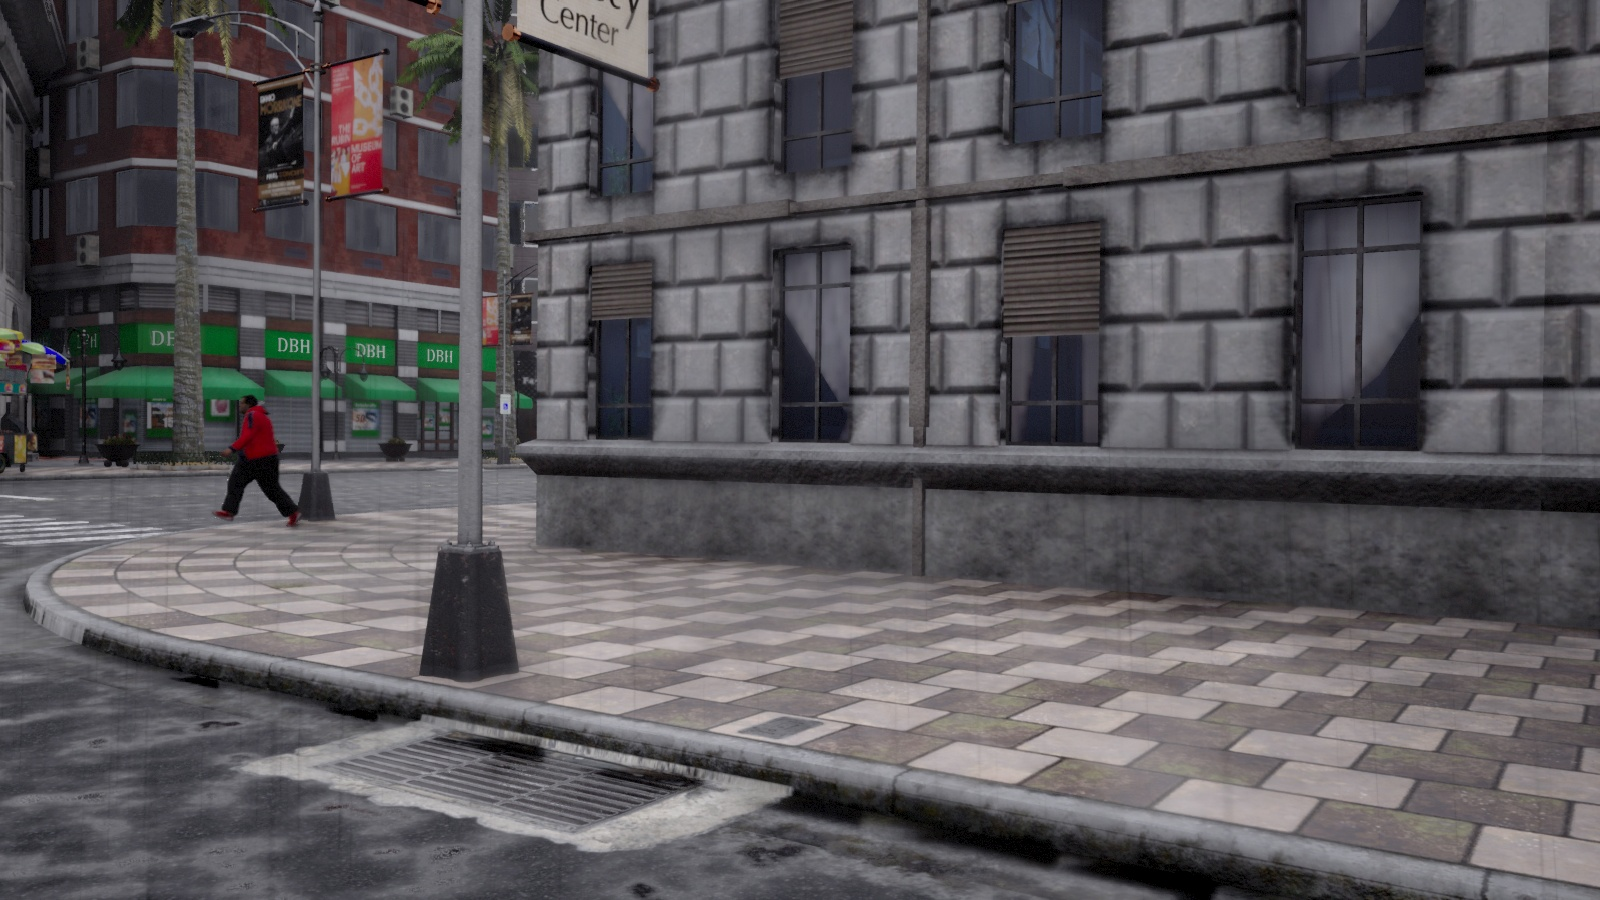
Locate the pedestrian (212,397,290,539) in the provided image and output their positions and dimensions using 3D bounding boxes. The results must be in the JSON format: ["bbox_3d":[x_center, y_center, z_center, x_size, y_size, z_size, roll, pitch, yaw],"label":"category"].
[{"bbox_3d":[-7.317,0.220,16.769,0.899,1.844,0.634,-1,1,-22],"label":"pedestrian"}]
